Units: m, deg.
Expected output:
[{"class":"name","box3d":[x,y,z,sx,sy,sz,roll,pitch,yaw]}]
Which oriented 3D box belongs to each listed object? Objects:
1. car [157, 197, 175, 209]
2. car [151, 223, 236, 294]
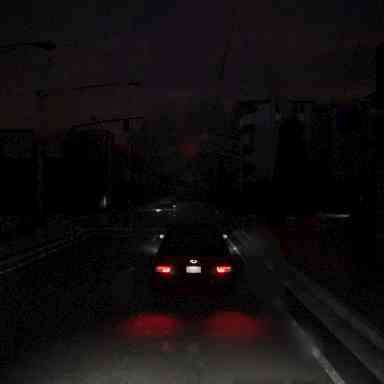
[{"class":"car","box3d":[-3.708,1.526,46.051,1.812,1.442,4.674,0,0,0]},{"class":"car","box3d":[0.039,1.547,8.939,2.033,1.411,5.357,0,0,0]}]
